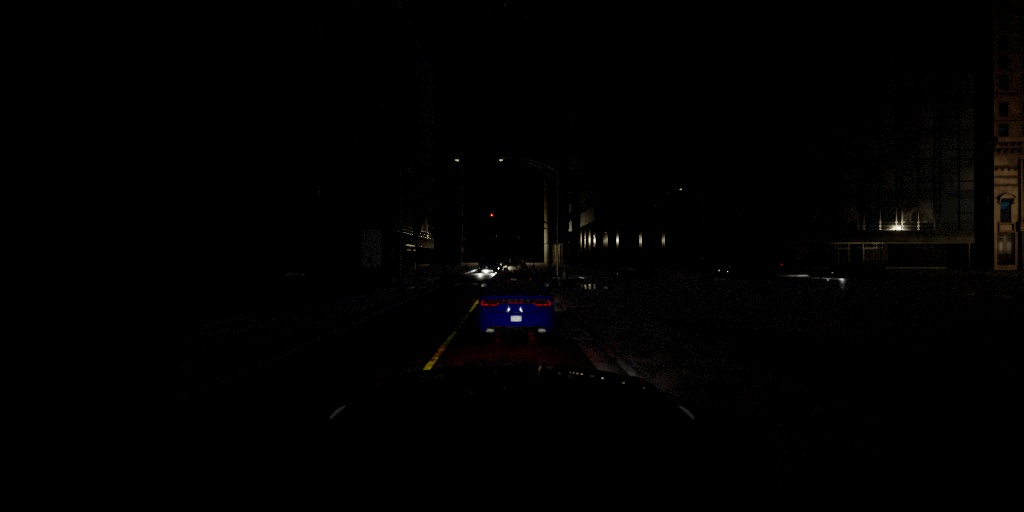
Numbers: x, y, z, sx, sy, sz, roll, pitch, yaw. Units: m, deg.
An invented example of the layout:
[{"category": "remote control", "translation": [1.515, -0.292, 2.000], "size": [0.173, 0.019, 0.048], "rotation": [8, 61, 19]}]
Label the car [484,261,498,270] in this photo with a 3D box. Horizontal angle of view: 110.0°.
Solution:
[{"category": "car", "translation": [-3.149, 1.390, 55.674], "size": [1.895, 1.301, 4.718], "rotation": [0, 0, 0]}]

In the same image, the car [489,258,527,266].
[{"category": "car", "translation": [0.136, 1.107, 19.242], "size": [2.097, 1.767, 4.553], "rotation": [0, 0, 2]}]

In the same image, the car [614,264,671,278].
[{"category": "car", "translation": [12.016, 1.371, 33.270], "size": [4.718, 1.301, 1.895], "rotation": [0, 0, 3]}]

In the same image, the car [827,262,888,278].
[{"category": "car", "translation": [32.064, 1.276, 33.289], "size": [4.674, 1.442, 1.812], "rotation": [0, 0, 0]}]

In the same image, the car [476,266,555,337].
[{"category": "car", "translation": [0.091, 1.229, 10.374], "size": [1.882, 1.535, 5.008], "rotation": [0, 0, 0]}]

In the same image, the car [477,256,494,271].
[{"category": "car", "translation": [-3.147, 0.999, 45.784], "size": [2.150, 2.045, 5.566], "rotation": [0, 0, -2]}]

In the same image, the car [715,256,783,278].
[{"category": "car", "translation": [21.968, 0.986, 33.291], "size": [5.566, 2.045, 2.150], "rotation": [0, 0, -1]}]
